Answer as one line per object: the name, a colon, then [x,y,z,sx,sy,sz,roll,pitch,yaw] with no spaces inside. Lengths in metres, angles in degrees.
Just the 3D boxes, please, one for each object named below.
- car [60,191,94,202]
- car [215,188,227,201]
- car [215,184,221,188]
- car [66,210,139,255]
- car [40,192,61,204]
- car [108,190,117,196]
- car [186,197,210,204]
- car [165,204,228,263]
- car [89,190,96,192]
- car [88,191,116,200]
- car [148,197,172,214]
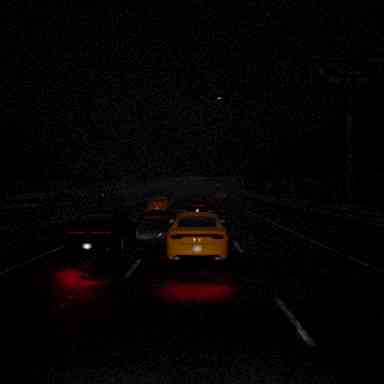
car: [-16.556,0.956,48.237,2.033,1.411,5.357,0,1,3]
car: [4.846,0.659,55.572,1.882,1.535,5.008,0,2,3]
car: [7.016,-0.625,89.990,2.033,1.411,5.357,0,3,4]
car: [-3.308,1.449,12.984,1.837,1.490,4.892,0,0,1]
car: [-20.054,0.762,48.195,2.097,1.767,4.553,0,1,3]
car: [-15.753,0.453,63.774,1.837,1.490,4.892,0,2,3]
car: [0.512,1.241,29.942,1.837,1.490,4.892,0,1,1]
car: [0.178,1.431,11.831,1.882,1.535,5.008,0,0,1]
car: [-19.292,0.476,63.141,1.837,1.490,4.892,0,2,3]
car: [-13.050,1.002,48.470,1.895,1.301,4.718,0,1,3]
car: [-2.953,1.191,31.302,1.882,1.535,5.008,0,1,2]
